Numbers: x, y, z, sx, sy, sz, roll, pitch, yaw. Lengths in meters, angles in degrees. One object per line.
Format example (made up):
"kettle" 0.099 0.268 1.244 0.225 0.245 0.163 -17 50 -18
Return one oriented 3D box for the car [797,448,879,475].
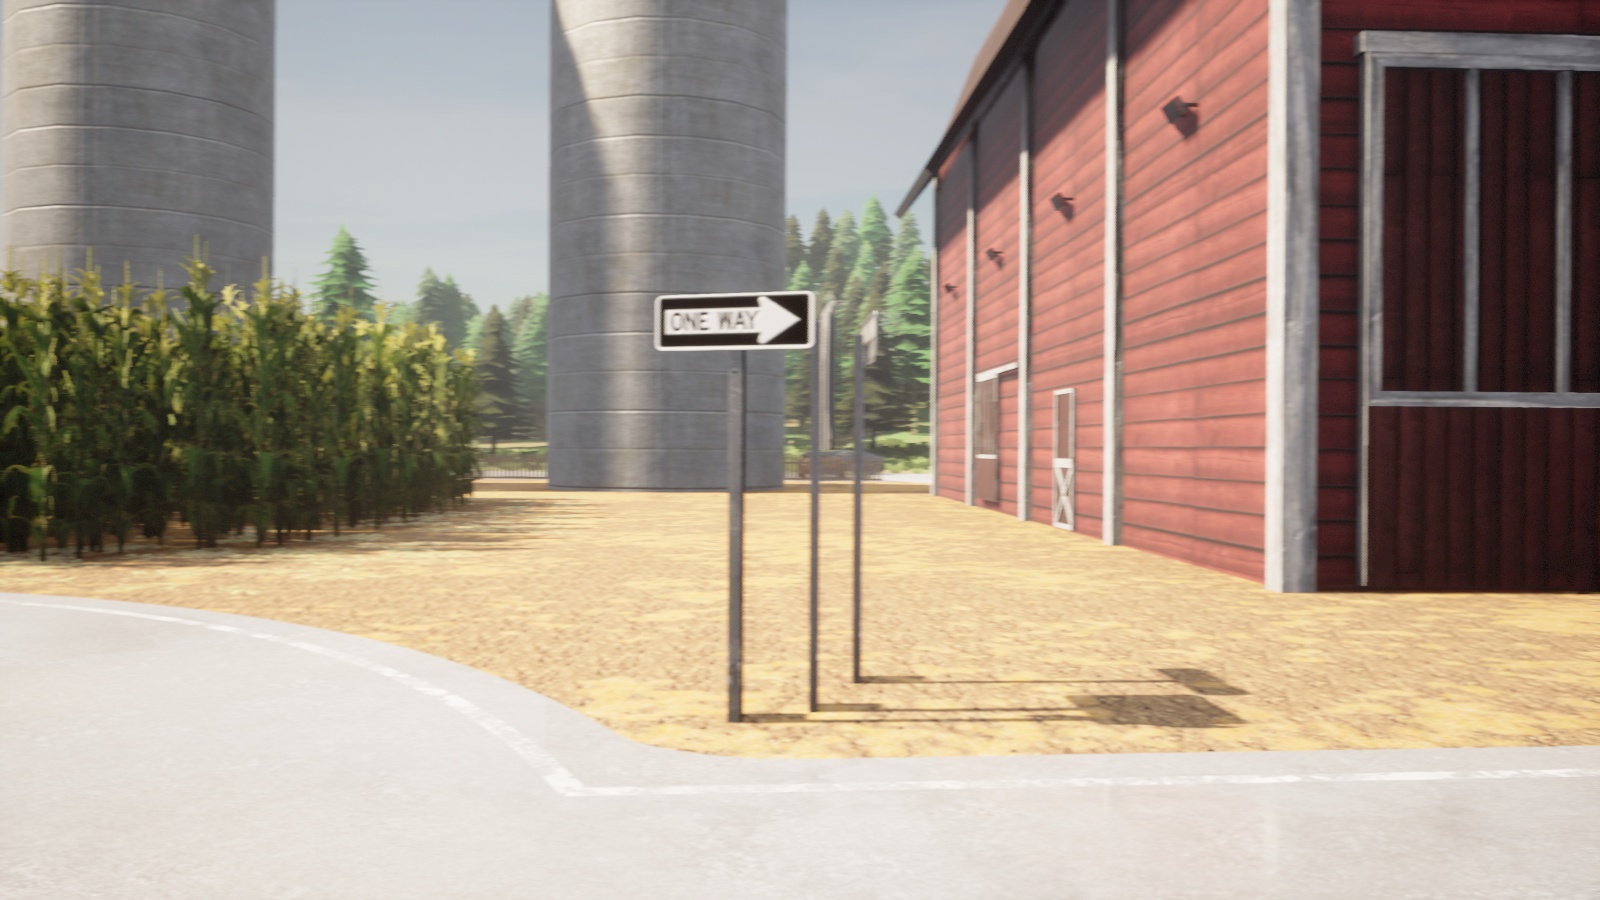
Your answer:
"car" 1.949 0.570 65.931 4.181 1.385 1.994 0 0 -2
